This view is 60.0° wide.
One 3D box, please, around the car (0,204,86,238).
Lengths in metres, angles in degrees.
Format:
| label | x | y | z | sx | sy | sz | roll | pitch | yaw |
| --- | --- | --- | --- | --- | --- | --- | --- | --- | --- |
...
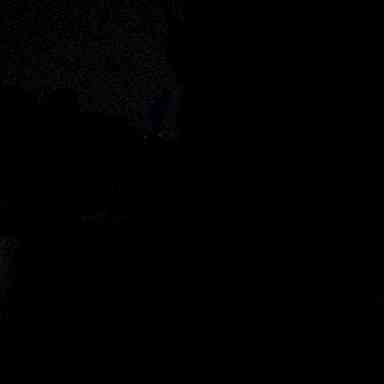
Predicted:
| label | x | y | z | sx | sy | sz | roll | pitch | yaw |
| --- | --- | --- | --- | --- | --- | --- | --- | --- | --- |
| car | -9.145 | 1.586 | 19.438 | 2.192 | 1.841 | 5.009 | -1 | -1 | 36 |

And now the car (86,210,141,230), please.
| label | x | y | z | sx | sy | sz | roll | pitch | yaw |
| --- | --- | --- | --- | --- | --- | --- | --- | --- | --- |
| car | -5.805 | 1.902 | 24.071 | 1.752 | 1.417 | 4.829 | -1 | -1 | 36 |

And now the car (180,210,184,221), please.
| label | x | y | z | sx | sy | sz | roll | pitch | yaw |
| --- | --- | --- | --- | --- | --- | --- | --- | --- | --- |
| car | 0.577 | 2.145 | 32.930 | 1.947 | 1.339 | 4.313 | -1 | -1 | 36 |
